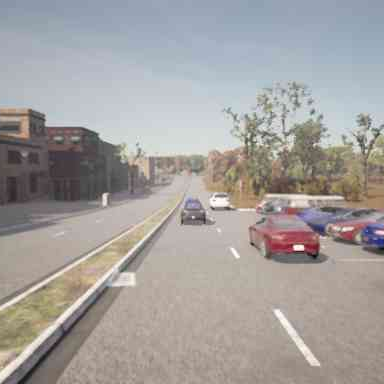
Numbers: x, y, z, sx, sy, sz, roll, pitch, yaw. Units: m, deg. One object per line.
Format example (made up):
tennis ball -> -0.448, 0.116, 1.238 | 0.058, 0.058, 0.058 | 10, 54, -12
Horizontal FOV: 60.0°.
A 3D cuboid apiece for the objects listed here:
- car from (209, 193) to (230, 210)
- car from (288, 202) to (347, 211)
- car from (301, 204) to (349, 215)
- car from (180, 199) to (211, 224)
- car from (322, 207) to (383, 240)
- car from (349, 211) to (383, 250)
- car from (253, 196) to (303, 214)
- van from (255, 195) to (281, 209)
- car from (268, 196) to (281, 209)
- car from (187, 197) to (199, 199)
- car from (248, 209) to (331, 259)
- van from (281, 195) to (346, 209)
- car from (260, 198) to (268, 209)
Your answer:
car -> 3.360, 1.098, 41.039 | 2.150, 2.045, 5.566 | 0, 1, 0
car -> 8.821, 1.560, 20.673 | 4.792, 1.488, 2.163 | 0, 0, 0
car -> 8.761, 1.567, 17.921 | 4.792, 1.488, 2.163 | 0, 0, 0
car -> 0.100, 1.528, 25.229 | 2.128, 1.511, 4.902 | 0, 0, 0
car -> 8.793, 1.577, 15.162 | 4.674, 1.452, 2.002 | 0, 0, 0
car -> 8.788, 1.575, 12.409 | 4.674, 1.452, 2.002 | 0, 0, 0
car -> 8.824, 1.321, 34.448 | 4.553, 1.767, 2.185 | 0, 1, 0
van -> 8.677, 1.248, 31.694 | 4.442, 1.987, 1.878 | 0, 1, 0
car -> 8.761, 1.386, 26.310 | 4.553, 1.767, 2.185 | 0, 0, 0
car -> 0.107, 1.331, 42.326 | 1.882, 1.535, 5.008 | 0, 1, 0
car -> 3.353, 1.581, 12.732 | 1.812, 1.442, 4.674 | 0, 0, 0
van -> 8.909, 1.298, 23.425 | 4.442, 1.987, 1.878 | 0, 0, 0
car -> 8.787, 1.496, 28.938 | 4.892, 1.521, 2.231 | 0, 0, 0
